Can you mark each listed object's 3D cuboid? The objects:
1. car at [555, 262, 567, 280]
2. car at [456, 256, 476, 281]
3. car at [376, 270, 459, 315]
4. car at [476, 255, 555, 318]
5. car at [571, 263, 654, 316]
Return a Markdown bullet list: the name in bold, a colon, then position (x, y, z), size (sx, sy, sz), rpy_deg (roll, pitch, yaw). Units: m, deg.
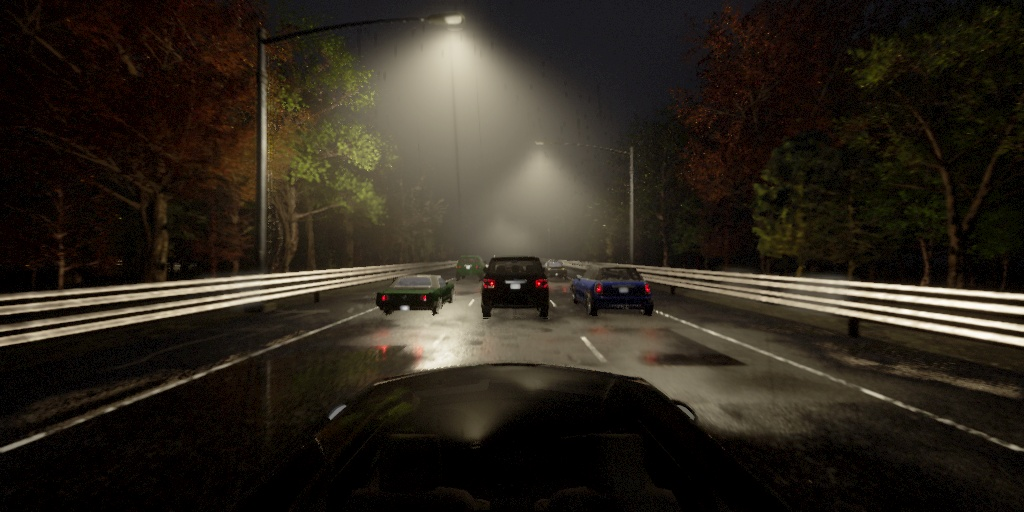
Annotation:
- **car**: position (3.597, 1.285, 31.203), size (2.128, 1.511, 4.902), rpy_deg (0, 0, 0)
- **car**: position (-3.404, 1.015, 30.535), size (2.150, 2.045, 5.566), rpy_deg (0, 0, 0)
- **car**: position (-3.401, 1.373, 13.624), size (1.895, 1.301, 4.718), rpy_deg (0, 0, 0)
- **car**: position (0.099, 0.993, 13.204), size (2.150, 2.045, 5.566), rpy_deg (0, 0, 0)
- **car**: position (3.598, 1.124, 13.659), size (2.097, 1.767, 4.553), rpy_deg (0, 0, 0)
